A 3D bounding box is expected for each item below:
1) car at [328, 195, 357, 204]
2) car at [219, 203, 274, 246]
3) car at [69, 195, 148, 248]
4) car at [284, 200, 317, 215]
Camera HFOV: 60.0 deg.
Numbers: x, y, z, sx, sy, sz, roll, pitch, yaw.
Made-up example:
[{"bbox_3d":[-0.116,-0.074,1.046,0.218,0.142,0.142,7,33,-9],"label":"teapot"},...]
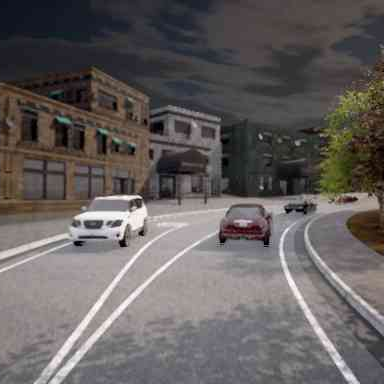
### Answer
[{"bbox_3d":[21.454,1.025,47.559,4.718,1.301,1.895,-2,0,-35],"label":"car"},{"bbox_3d":[2.621,1.299,15.351,2.097,1.767,4.553,0,0,16],"label":"car"},{"bbox_3d":[-3.491,1.174,15.035,2.150,2.045,5.566,0,0,4],"label":"car"},{"bbox_3d":[10.313,1.363,31.343,1.895,1.301,4.718,0,1,35],"label":"car"}]
